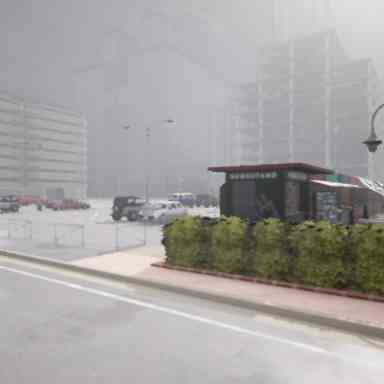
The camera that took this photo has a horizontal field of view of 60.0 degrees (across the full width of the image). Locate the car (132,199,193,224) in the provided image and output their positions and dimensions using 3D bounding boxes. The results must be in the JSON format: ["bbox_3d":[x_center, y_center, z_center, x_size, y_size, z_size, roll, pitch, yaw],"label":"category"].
[{"bbox_3d":[-2.001,1.450,23.577,1.970,1.475,3.806,0,0,34],"label":"car"}]

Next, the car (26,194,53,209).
[{"bbox_3d":[-27.357,1.423,56.639,2.150,2.045,5.566,0,0,34],"label":"car"}]

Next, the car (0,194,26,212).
[{"bbox_3d":[-20.685,1.295,36.148,1.905,1.878,3.866,0,0,34],"label":"car"}]

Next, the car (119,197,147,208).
[{"bbox_3d":[-8.674,1.524,49.116,1.970,1.475,3.806,0,0,34],"label":"car"}]

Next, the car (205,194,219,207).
[{"bbox_3d":[4.553,1.502,58.410,1.970,1.475,3.806,0,0,34],"label":"car"}]

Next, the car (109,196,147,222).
[{"bbox_3d":[-4.395,1.222,25.206,1.905,1.878,3.866,0,0,34],"label":"car"}]
